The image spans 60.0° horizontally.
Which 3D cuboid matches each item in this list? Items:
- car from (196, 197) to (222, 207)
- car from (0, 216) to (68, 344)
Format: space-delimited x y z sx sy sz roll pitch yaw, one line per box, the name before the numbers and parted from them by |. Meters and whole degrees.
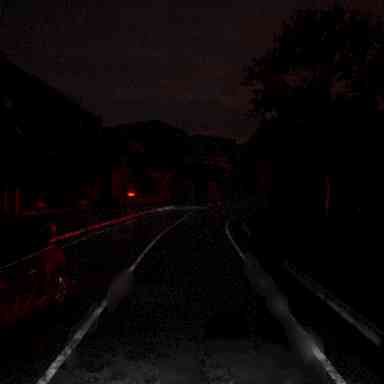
car | 2.452 1.404 47.876 1.895 1.301 4.718 0 0 31
car | -3.569 1.341 4.824 2.097 1.767 4.553 0 0 0
